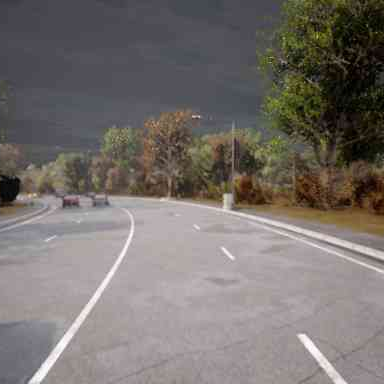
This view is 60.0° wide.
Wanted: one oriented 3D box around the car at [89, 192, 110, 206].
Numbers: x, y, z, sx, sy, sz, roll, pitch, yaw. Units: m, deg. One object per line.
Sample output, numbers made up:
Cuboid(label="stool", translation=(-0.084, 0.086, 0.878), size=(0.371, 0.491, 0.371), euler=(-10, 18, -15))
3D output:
Cuboid(label="car", translation=(-11.666, 1.014, 42.240), size=(1.812, 1.442, 4.674), euler=(-2, 1, -21))

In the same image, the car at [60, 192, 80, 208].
Cuboid(label="car", translation=(-14.894, 1.077, 40.879), size=(1.882, 1.535, 5.008), euler=(-2, 1, -21))

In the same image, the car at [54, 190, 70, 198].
Cuboid(label="car", translation=(-31.393, 0.803, 80.454), size=(2.033, 1.411, 5.357), euler=(-4, 2, -42))

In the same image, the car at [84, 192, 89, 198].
Cuboid(label="car", translation=(-23.002, 0.604, 75.923), size=(1.994, 1.385, 4.181), euler=(-4, 2, -40))
